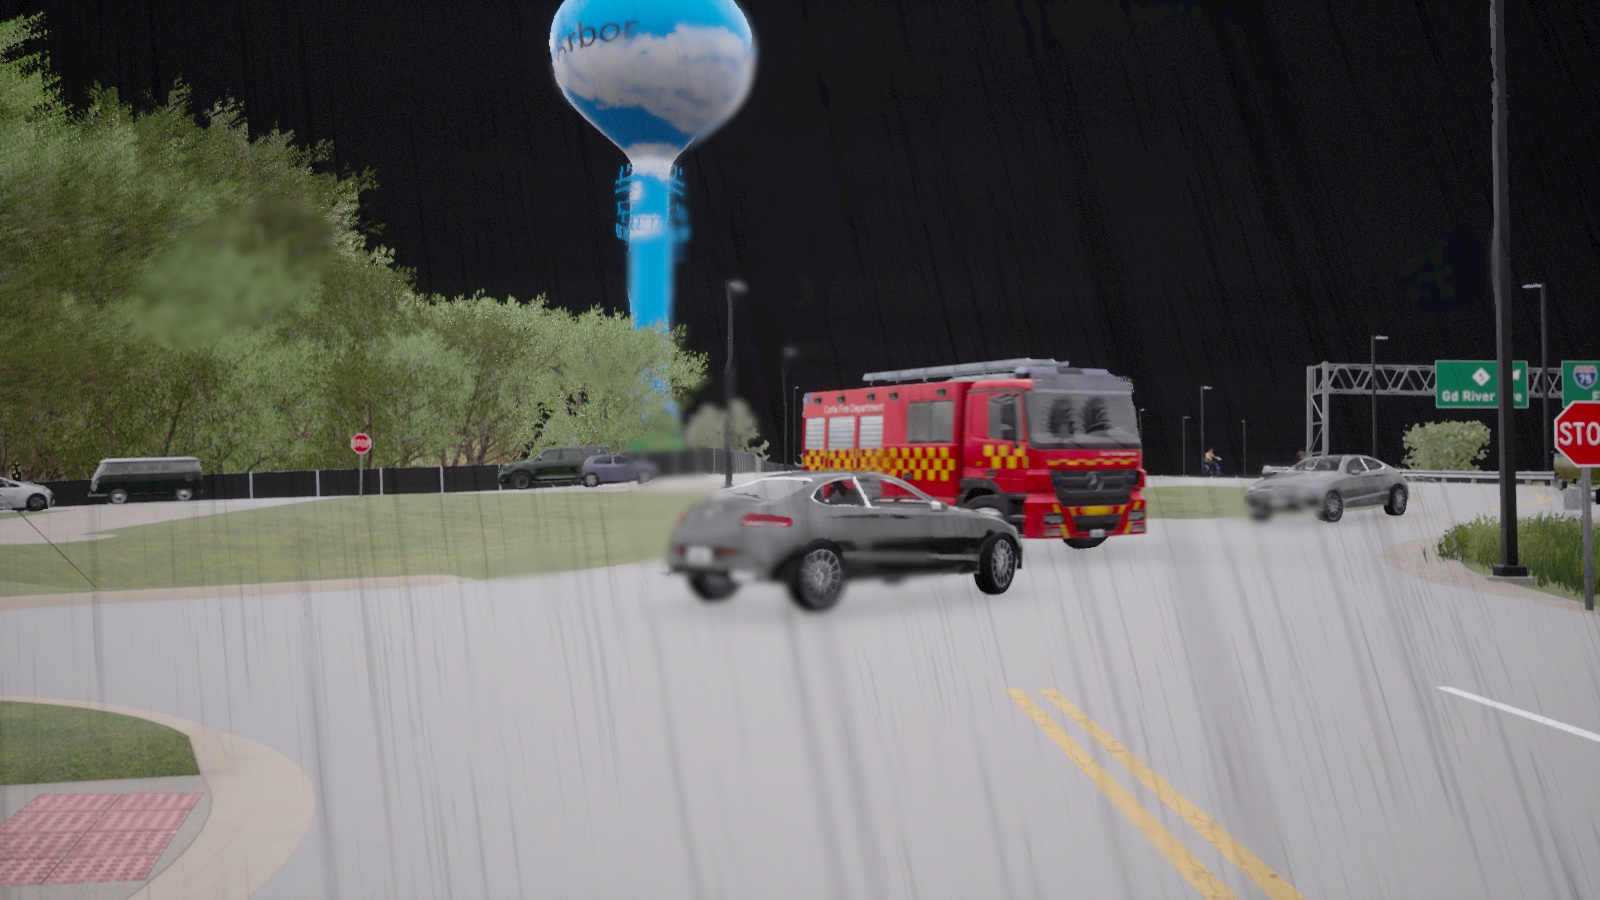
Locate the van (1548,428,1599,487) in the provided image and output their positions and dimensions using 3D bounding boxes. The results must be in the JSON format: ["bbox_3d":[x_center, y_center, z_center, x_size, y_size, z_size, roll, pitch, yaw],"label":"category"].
[{"bbox_3d":[28.018,0.254,44.370,1.775,1.987,4.442,-1,0,18],"label":"van"}]

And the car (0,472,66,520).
[{"bbox_3d":[-31.192,1.827,48.292,2.242,1.667,4.611,-2,2,43],"label":"car"}]

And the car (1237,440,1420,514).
[{"bbox_3d":[13.626,0.672,32.258,5.027,1.651,2.152,-2,-2,-39],"label":"car"}]

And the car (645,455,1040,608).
[{"bbox_3d":[0.695,0.916,16.136,5.027,1.651,2.152,0,-1,-43],"label":"car"}]

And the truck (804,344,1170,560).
[{"bbox_3d":[3.551,0.048,26.638,2.891,3.827,8.468,-1,0,-31],"label":"truck"}]

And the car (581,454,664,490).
[{"bbox_3d":[-8.235,1.002,58.090,3.633,1.501,1.845,-2,-1,-13],"label":"car"}]

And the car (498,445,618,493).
[{"bbox_3d":[-11.747,0.943,60.957,5.566,2.045,2.150,-2,-2,-12],"label":"car"}]

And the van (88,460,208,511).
[{"bbox_3d":[-28.630,1.535,55.176,4.442,1.987,1.775,-3,-1,-33],"label":"van"}]
